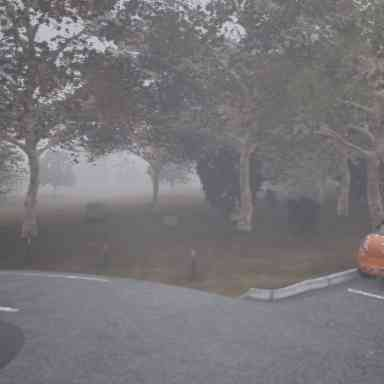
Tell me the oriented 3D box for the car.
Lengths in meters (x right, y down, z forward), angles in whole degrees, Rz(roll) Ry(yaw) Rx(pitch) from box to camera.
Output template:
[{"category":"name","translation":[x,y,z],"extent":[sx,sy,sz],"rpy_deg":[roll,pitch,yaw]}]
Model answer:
[{"category":"car","translation":[6.372,1.329,8.572],"extent":[4.553,1.767,2.185],"rpy_deg":[-1,2,-33]}]
